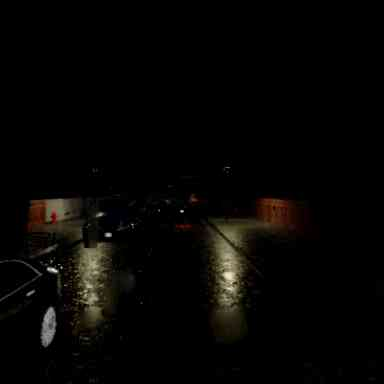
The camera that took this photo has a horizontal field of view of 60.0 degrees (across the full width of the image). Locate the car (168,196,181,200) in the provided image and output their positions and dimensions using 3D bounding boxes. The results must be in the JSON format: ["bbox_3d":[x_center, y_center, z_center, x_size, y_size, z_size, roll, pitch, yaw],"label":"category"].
[{"bbox_3d":[-2.141,1.273,44.345,2.097,1.767,4.553,0,0,-5],"label":"car"}]

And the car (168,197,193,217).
[{"bbox_3d":[-1.009,1.449,30.623,1.837,1.490,4.892,0,-1,-4],"label":"car"}]

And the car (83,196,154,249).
[{"bbox_3d":[-3.127,1.208,14.900,2.150,2.045,5.566,0,0,-2],"label":"car"}]

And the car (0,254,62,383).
[{"bbox_3d":[-2.907,1.506,3.312,1.837,1.490,4.892,0,0,-1],"label":"car"}]

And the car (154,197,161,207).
[{"bbox_3d":[-5.580,1.442,49.387,1.812,1.442,4.674,0,0,-6],"label":"car"}]
